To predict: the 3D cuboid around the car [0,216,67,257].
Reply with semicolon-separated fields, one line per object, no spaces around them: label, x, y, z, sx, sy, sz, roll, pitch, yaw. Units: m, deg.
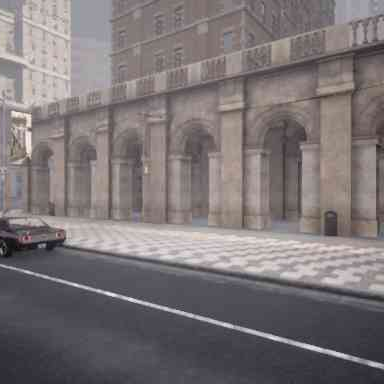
car;-7.029;1.592;12.874;4.718;1.301;1.895;0;0;35
